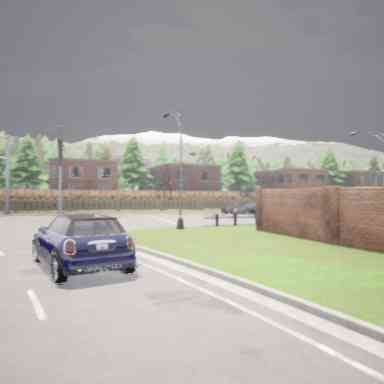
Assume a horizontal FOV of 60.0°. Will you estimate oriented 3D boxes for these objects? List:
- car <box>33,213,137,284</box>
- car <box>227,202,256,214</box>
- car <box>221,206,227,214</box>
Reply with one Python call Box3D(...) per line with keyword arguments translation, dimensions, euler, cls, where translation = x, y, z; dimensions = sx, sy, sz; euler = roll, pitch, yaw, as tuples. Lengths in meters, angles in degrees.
Box3D(translation=(-3.451, 1.421, 10.203), dimensions=(2.097, 1.767, 4.553), euler=(1, -1, -34), cls="car")
Box3D(translation=(6.768, 1.839, 35.785), dimensions=(4.902, 1.511, 2.128), euler=(0, 0, -21), cls="car")
Box3D(translation=(5.494, 1.933, 39.042), dimensions=(4.181, 1.385, 1.994), euler=(0, -1, -21), cls="car")
